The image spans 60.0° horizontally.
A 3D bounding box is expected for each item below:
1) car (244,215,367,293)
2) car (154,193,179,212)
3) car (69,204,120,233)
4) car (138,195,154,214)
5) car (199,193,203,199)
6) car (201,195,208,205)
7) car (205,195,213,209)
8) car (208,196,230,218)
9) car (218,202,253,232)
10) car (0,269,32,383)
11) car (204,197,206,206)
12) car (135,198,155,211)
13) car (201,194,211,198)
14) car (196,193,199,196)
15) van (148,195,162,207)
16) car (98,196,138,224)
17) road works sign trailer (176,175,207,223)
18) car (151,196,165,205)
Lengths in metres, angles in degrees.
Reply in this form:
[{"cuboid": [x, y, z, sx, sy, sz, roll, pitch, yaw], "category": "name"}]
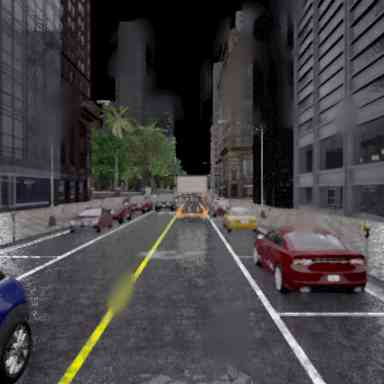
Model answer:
[{"cuboid": [2.758, 1.540, 8.704, 1.887, 1.381, 4.507, 0, 0, 0], "category": "car"}, {"cuboid": [-3.092, 1.215, 39.325, 2.150, 2.045, 5.566, 0, 0, 0], "category": "car"}, {"cuboid": [-5.769, 1.574, 19.562, 1.802, 1.307, 4.206, 0, 0, 0], "category": "car"}, {"cuboid": [-5.773, 1.307, 35.840, 2.192, 1.841, 5.009, 0, 0, 0], "category": "car"}, {"cuboid": [2.749, 1.311, 57.530, 2.192, 1.841, 5.009, 0, 0, 0], "category": "car"}, {"cuboid": [2.752, 1.545, 46.679, 2.008, 1.369, 4.403, 0, 0, 0], "category": "car"}, {"cuboid": [2.753, 1.432, 35.829, 1.967, 1.590, 4.097, 0, 0, 0], "category": "car"}, {"cuboid": [2.754, 1.431, 30.404, 1.967, 1.590, 4.097, 0, 0, 0], "category": "car"}, {"cuboid": [2.756, 1.517, 19.724, 1.752, 1.417, 4.829, 0, 0, 0], "category": "car"}, {"cuboid": [-3.089, 1.351, 2.326, 2.097, 1.767, 4.553, 0, 0, 0], "category": "car"}, {"cuboid": [2.751, 1.538, 41.255, 1.887, 1.381, 4.507, 0, 0, 0], "category": "car"}, {"cuboid": [-5.773, 1.537, 41.265, 1.887, 1.381, 4.507, 0, 0, 0], "category": "car"}, {"cuboid": [2.751, 1.521, 52.274, 1.752, 1.417, 4.829, 0, 0, 0], "category": "car"}, {"cuboid": [2.744, 1.555, 94.817, 1.947, 1.339, 4.313, 0, 0, 0], "category": "car"}, {"cuboid": [-5.775, 1.336, 52.118, 1.690, 1.788, 3.998, 0, 0, 0], "category": "van"}, {"cuboid": [-5.771, 1.306, 24.988, 2.192, 1.841, 5.009, 0, 0, 0], "category": "car"}, {"cuboid": [-0.004, 0.456, 25.678, 2.380, 3.560, 2.880, 0, 0, 0], "category": "road works sign trailer"}, {"cuboid": [-5.776, 1.436, 57.544, 1.967, 1.590, 4.097, 0, 0, 0], "category": "car"}]
